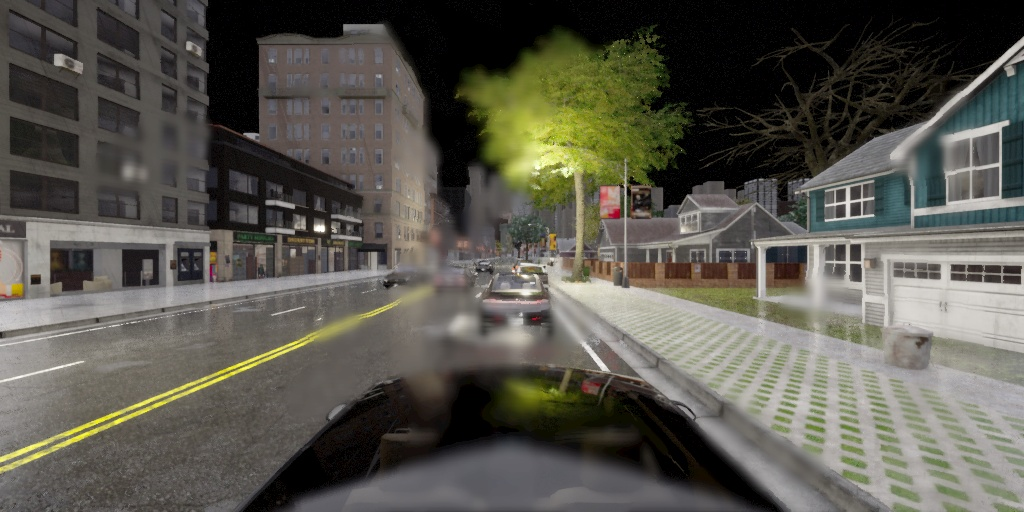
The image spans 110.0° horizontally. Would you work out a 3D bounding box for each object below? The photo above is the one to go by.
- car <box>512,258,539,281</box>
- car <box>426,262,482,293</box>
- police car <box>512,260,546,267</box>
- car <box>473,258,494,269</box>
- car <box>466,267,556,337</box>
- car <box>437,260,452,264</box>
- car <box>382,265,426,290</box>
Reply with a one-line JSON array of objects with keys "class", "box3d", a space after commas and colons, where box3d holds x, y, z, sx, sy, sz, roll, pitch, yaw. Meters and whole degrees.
[{"class": "car", "box3d": [1.055, 1.081, 30.388, 2.097, 1.767, 4.553, 0, 0, 0]}, {"class": "car", "box3d": [-3.096, 1.287, 20.464, 2.033, 1.411, 5.357, 0, 0, 0]}, {"class": "police car", "box3d": [1.027, 1.165, 20.528, 1.930, 1.638, 5.238, 0, 0, 0]}, {"class": "car", "box3d": [-3.044, 1.246, 40.401, 1.812, 1.442, 4.674, 0, 0, 0]}, {"class": "car", "box3d": [0.122, 1.239, 10.278, 2.128, 1.511, 4.902, 0, 0, 0]}, {"class": "car", "box3d": [-9.702, 1.256, 52.512, 2.033, 1.411, 5.357, 0, 0, 0]}, {"class": "car", "box3d": [-6.540, 1.285, 22.955, 2.033, 1.411, 5.357, 0, 0, 0]}]
